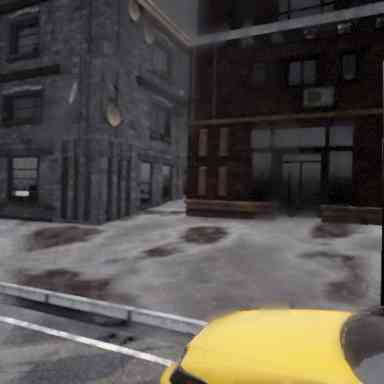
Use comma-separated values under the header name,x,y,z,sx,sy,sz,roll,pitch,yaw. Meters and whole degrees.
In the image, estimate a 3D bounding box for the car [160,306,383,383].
name,x,y,z,sx,sy,sz,roll,pitch,yaw
car,2.358,1.482,2.452,5.366,1.575,1.801,1,0,25
